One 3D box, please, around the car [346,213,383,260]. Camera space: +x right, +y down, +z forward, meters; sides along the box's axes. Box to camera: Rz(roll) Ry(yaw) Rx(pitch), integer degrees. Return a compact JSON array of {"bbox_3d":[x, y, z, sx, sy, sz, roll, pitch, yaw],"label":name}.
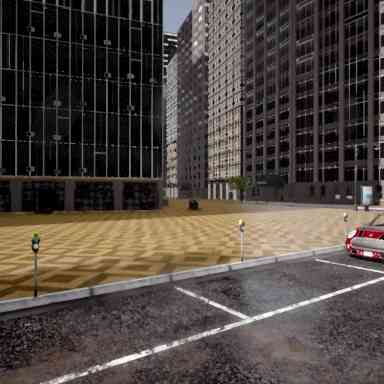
[{"bbox_3d":[7.205,1.437,11.691,4.097,1.590,1.967,0,0,-35],"label":"car"}]
